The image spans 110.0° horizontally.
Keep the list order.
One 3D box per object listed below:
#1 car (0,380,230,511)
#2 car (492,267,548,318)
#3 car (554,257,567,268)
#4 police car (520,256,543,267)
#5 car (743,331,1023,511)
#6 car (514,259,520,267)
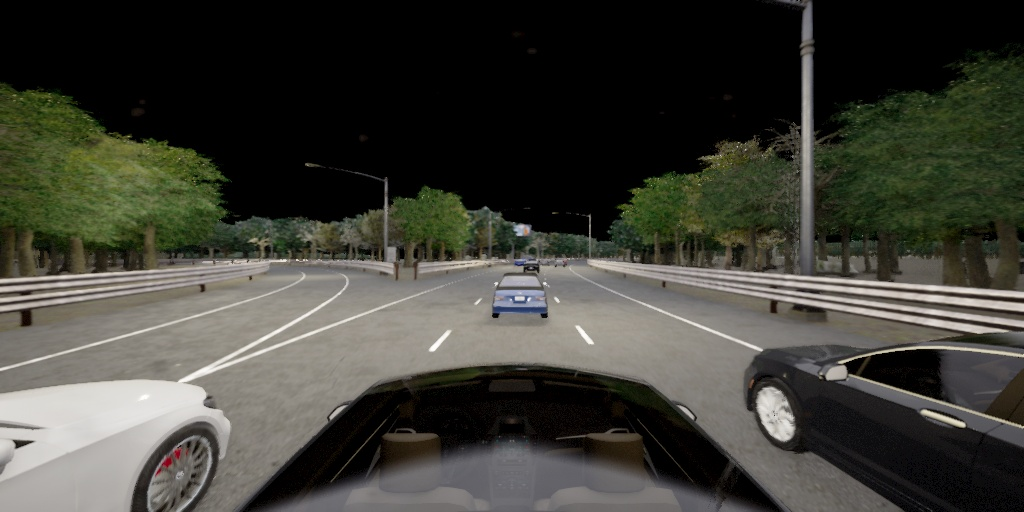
[{"bbox_3d":[-3.367,1.272,1.147,1.812,1.442,4.674,0,0,0],"label":"car"},{"bbox_3d":[0.303,1.299,13.068,2.033,1.411,5.357,0,0,2],"label":"car"},{"bbox_3d":[8.574,1.356,64.299,2.033,1.411,5.357,0,0,10],"label":"car"},{"bbox_3d":[2.478,1.190,44.221,1.930,1.638,5.238,0,0,6],"label":"police car"},{"bbox_3d":[3.636,1.259,2.259,1.837,1.490,4.892,0,0,0],"label":"car"},{"bbox_3d":[1.579,1.280,64.892,1.882,1.535,5.008,0,0,10],"label":"car"}]
